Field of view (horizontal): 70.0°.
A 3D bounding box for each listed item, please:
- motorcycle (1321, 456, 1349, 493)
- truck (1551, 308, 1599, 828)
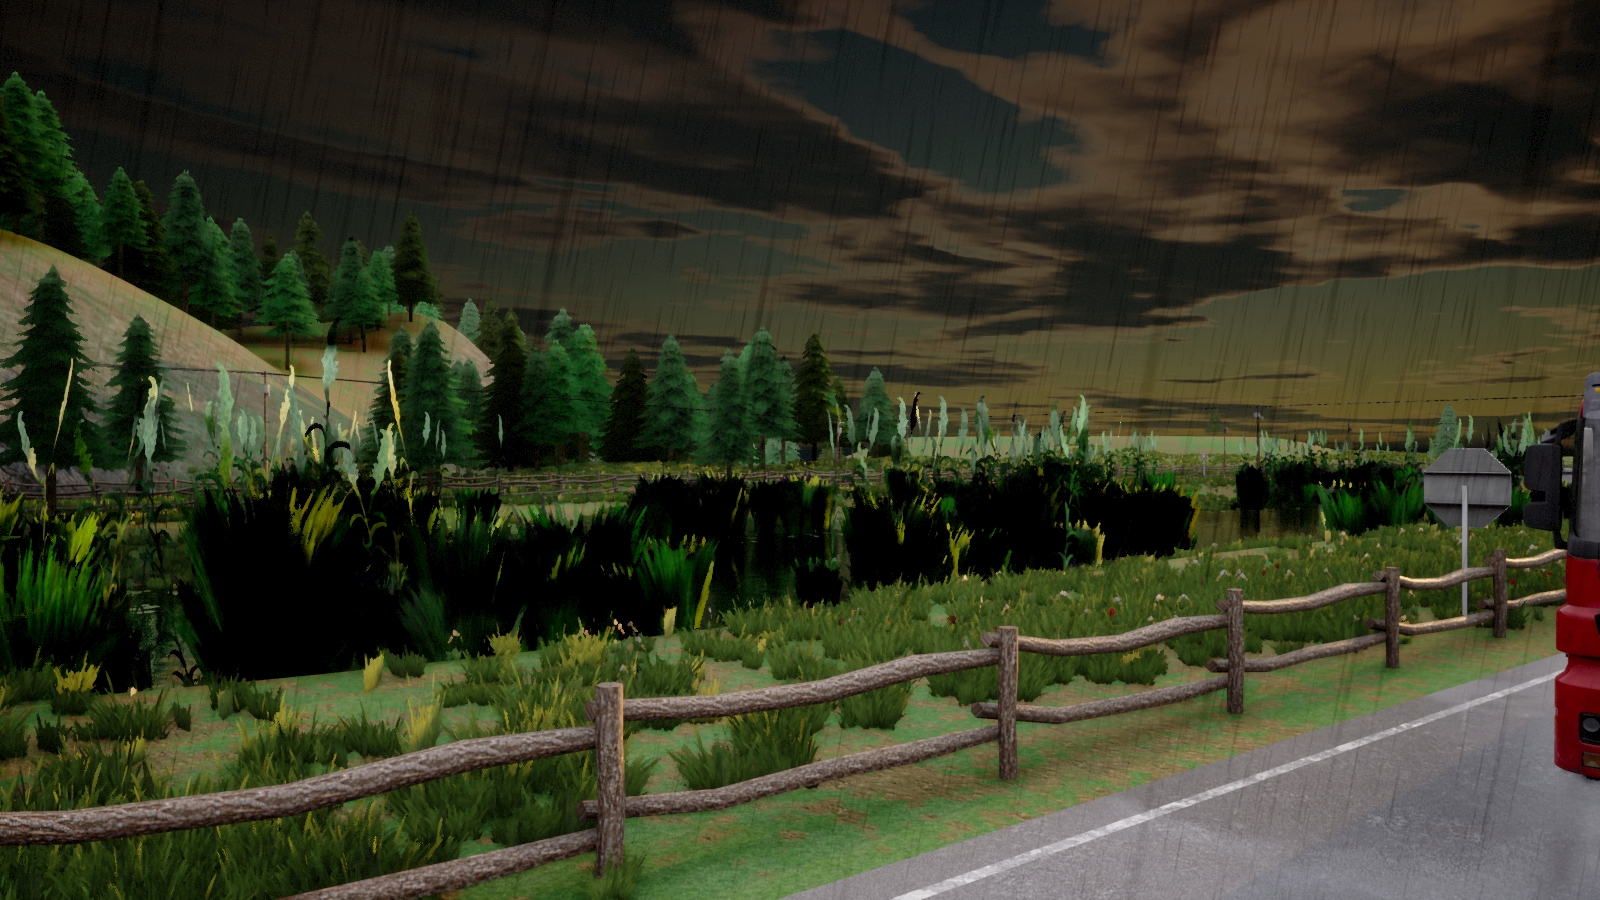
[{"bbox_3d":[34.880,1.577,74.489,2.033,2.348,0.803,0,0,-39],"label":"motorcycle"},{"bbox_3d":[9.470,0.862,10.933,2.891,3.827,8.468,0,0,40],"label":"truck"}]
